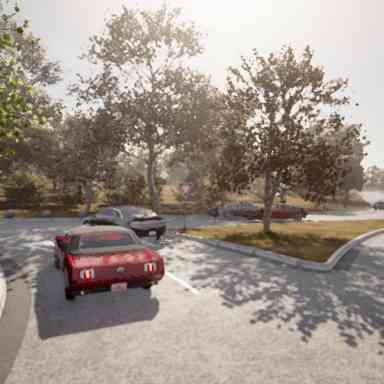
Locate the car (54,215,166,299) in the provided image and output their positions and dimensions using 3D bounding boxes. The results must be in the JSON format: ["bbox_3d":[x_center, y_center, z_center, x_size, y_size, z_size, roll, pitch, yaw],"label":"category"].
[{"bbox_3d":[-2.356,1.514,8.363,1.895,1.301,4.718,0,1,-26],"label":"car"}]

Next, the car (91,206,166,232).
[{"bbox_3d":[-3.091,1.343,14.557,2.128,1.511,4.902,0,1,-41],"label":"car"}]

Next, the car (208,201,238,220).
[{"bbox_3d":[3.362,1.378,26.102,4.181,1.385,1.994,0,0,-28],"label":"car"}]

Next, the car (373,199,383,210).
[{"bbox_3d":[23.866,1.558,41.230,1.994,1.385,4.181,1,0,38],"label":"car"}]

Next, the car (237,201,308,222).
[{"bbox_3d":[5.924,1.453,23.753,4.718,1.301,1.895,0,0,-28],"label":"car"}]
